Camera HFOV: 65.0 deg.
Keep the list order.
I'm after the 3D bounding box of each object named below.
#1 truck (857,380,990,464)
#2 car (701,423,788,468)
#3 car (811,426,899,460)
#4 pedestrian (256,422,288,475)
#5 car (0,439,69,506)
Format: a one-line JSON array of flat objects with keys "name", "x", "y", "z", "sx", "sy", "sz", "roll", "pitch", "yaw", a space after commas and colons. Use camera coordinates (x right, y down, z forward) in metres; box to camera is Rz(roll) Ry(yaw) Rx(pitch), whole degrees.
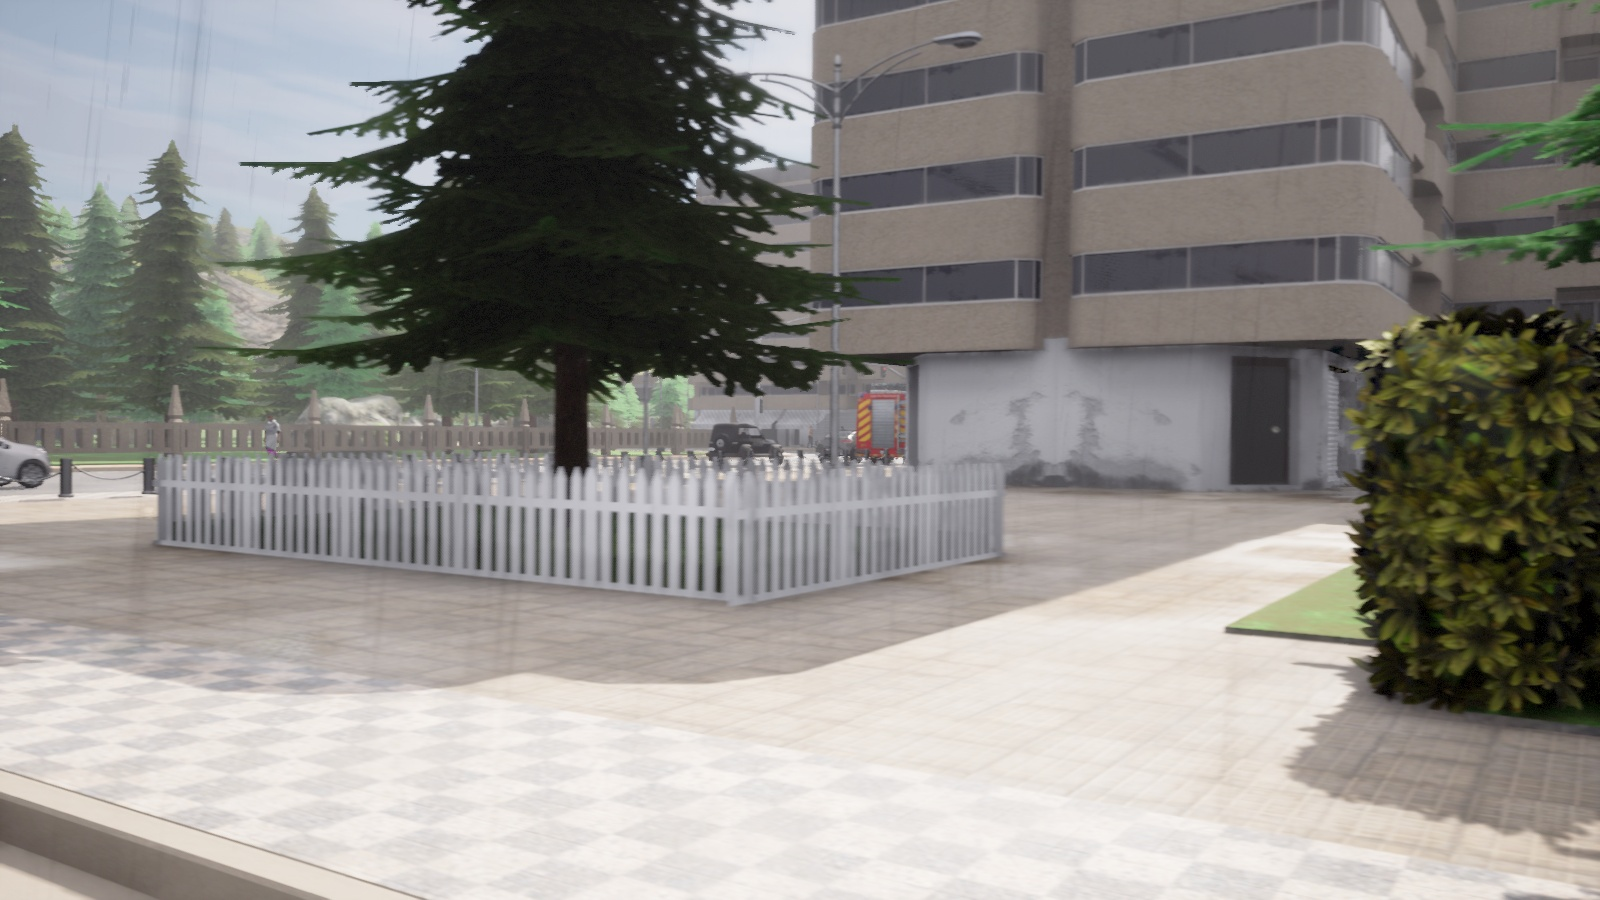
[{"name": "truck", "x": 6.188, "y": -1.336, "z": 61.278, "sx": 2.891, "sy": 3.827, "sz": 8.468, "roll": 0, "pitch": 1, "yaw": 33}, {"name": "car", "x": -2.364, "y": -0.203, "z": 54.473, "sx": 1.905, "sy": 1.878, "sz": 3.866, "roll": 0, "pitch": 1, "yaw": 33}, {"name": "car", "x": 2.797, "y": -0.378, "z": 62.476, "sx": 2.152, "sy": 1.651, "sz": 5.027, "roll": 0, "pitch": 1, "yaw": 33}, {"name": "pedestrian", "x": -19.587, "y": -0.074, "z": 46.596, "sx": 0.659, "sy": 1.952, "sz": 0.873, "roll": 0, "pitch": 1, "yaw": 32}, {"name": "car", "x": -19.036, "y": 0.525, "z": 28.624, "sx": 1.845, "sy": 1.501, "sz": 3.633, "roll": 0, "pitch": 1, "yaw": 33}]
